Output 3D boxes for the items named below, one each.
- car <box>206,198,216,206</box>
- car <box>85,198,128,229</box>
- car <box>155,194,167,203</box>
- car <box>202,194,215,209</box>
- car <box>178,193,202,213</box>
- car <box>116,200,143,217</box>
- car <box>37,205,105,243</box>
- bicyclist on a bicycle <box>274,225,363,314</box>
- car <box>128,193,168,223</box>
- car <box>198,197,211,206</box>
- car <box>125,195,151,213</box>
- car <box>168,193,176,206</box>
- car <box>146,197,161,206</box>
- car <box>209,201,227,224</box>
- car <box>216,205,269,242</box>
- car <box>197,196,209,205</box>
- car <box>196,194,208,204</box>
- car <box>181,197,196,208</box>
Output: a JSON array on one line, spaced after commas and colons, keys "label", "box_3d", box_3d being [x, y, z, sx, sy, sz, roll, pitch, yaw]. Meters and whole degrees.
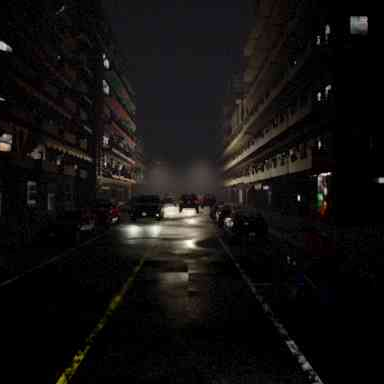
[{"label": "car", "box_3d": [2.377, 1.519, 27.490, 1.752, 1.417, 4.829, 1, 0, -1]}, {"label": "car", "box_3d": [-5.928, 1.310, 21.680, 2.192, 1.841, 5.009, 1, 0, -1]}, {"label": "car", "box_3d": [-6.560, 1.312, 71.787, 2.192, 1.841, 5.009, 1, 0, -1]}, {"label": "car", "box_3d": [2.172, 1.308, 44.022, 2.192, 1.841, 5.009, 1, 0, -1]}, {"label": "car", "box_3d": [-0.350, 1.215, 37.759, 2.150, 2.045, 5.566, 0, 0, -1]}, {"label": "car", "box_3d": [-6.069, 1.519, 32.645, 1.752, 1.417, 4.829, 1, 0, -1]}, {"label": "car", "box_3d": [-5.861, 1.540, 16.113, 1.887, 1.381, 4.507, 1, 0, -1]}, {"label": "bicyclist on a bicycle", "box_3d": [2.326, 1.437, 6.138, 1.656, 1.620, 0.582, -1, 0, -1]}, {"label": "car", "box_3d": [-3.376, 1.217, 26.105, 2.150, 2.045, 5.566, 0, 0, 0]}, {"label": "car", "box_3d": [2.028, 1.545, 55.157, 2.008, 1.369, 4.403, 1, 0, -1]}, {"label": "car", "box_3d": [-6.139, 1.308, 38.382, 2.192, 1.841, 5.009, 1, 0, -1]}, {"label": "car", "box_3d": [-3.759, 1.216, 55.044, 2.150, 2.045, 5.566, 0, 0, -1]}, {"label": "car", "box_3d": [-6.352, 1.560, 55.085, 1.947, 1.339, 4.313, 1, 0, -1]}, {"label": "car", "box_3d": [2.449, 1.545, 21.752, 2.008, 1.369, 4.403, 1, 0, -1]}, {"label": "car", "box_3d": [2.519, 1.546, 16.185, 2.008, 1.369, 4.403, 1, 0, -1]}, {"label": "car", "box_3d": [1.958, 1.539, 60.724, 1.887, 1.381, 4.507, 1, 0, -1]}, {"label": "car", "box_3d": [1.890, 1.310, 66.291, 2.192, 1.841, 5.009, 1, 0, -1]}, {"label": "car", "box_3d": [-0.483, 1.485, 48.243, 2.128, 1.511, 4.902, 0, 0, -1]}]
